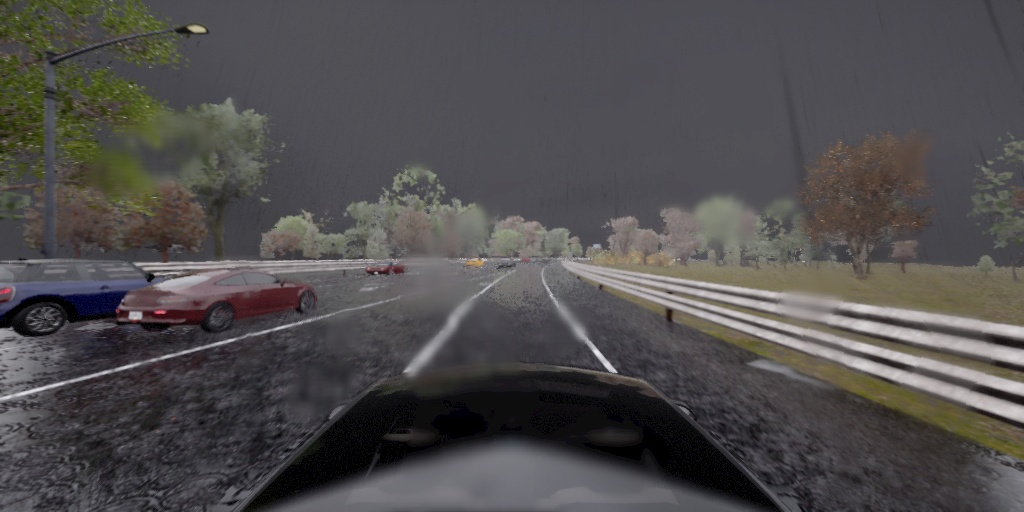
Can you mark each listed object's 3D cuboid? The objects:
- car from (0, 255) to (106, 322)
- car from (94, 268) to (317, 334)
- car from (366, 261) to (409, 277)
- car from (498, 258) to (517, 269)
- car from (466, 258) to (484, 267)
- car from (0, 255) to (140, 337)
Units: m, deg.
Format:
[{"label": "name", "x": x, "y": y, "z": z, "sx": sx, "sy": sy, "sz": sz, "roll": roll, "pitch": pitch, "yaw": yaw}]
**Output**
[{"label": "car", "x": -14.456, "y": 0.848, "z": 9.456, "sx": 2.097, "sy": 1.767, "sz": 4.553, "roll": 0, "pitch": 0, "yaw": 8}, {"label": "car", "x": -7.368, "y": 1.048, "z": 9.590, "sx": 1.812, "sy": 1.442, "sz": 4.674, "roll": 0, "pitch": 0, "yaw": 8}, {"label": "car", "x": -11.085, "y": 1.144, "z": 32.376, "sx": 1.895, "sy": 1.301, "sz": 4.718, "roll": 0, "pitch": 0, "yaw": 9}, {"label": "car", "x": -0.555, "y": 1.209, "z": 51.726, "sx": 1.895, "sy": 1.301, "sz": 4.718, "roll": 0, "pitch": 0, "yaw": 11}, {"label": "car", "x": -6.086, "y": 1.082, "z": 59.802, "sx": 1.882, "sy": 1.535, "sz": 5.008, "roll": 0, "pitch": 0, "yaw": 11}, {"label": "car", "x": -10.920, "y": 0.861, "z": 9.499, "sx": 2.097, "sy": 1.767, "sz": 4.553, "roll": 0, "pitch": 0, "yaw": 8}]
